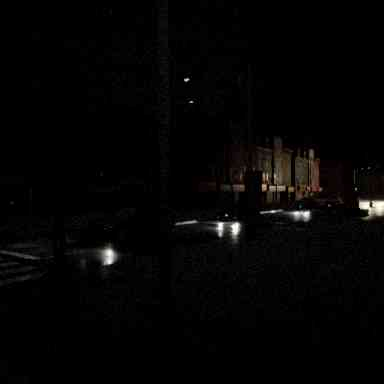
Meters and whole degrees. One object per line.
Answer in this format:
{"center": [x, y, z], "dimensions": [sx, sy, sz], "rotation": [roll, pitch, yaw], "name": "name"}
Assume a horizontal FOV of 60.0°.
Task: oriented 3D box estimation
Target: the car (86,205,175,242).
{"center": [-2.909, 1.464, 16.738], "dimensions": [1.882, 1.535, 5.008], "rotation": [-1, 0, 37], "name": "car"}

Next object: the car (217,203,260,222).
{"center": [3.661, 1.529, 25.908], "dimensions": [1.994, 1.385, 4.181], "rotation": [-1, 0, 35], "name": "car"}

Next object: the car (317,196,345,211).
{"center": [16.603, 1.470, 38.986], "dimensions": [1.994, 1.385, 4.181], "rotation": [-1, 0, 36], "name": "car"}

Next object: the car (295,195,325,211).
{"center": [13.900, 1.422, 40.110], "dimensions": [2.128, 1.511, 4.902], "rotation": [-1, 0, 36], "name": "car"}

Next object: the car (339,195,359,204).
{"center": [22.359, 1.487, 47.101], "dimensions": [1.895, 1.301, 4.718], "rotation": [-1, 0, 36], "name": "car"}
